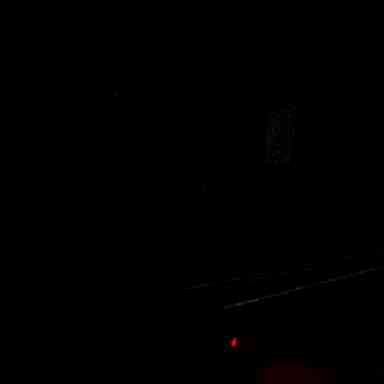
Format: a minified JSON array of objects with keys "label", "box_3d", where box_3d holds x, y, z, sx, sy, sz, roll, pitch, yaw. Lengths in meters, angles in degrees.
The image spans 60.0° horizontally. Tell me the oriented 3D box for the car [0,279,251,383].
[{"label":"car","box_3d":[-1.961,1.547,2.594,5.357,1.411,2.033,0,0,-35]}]
